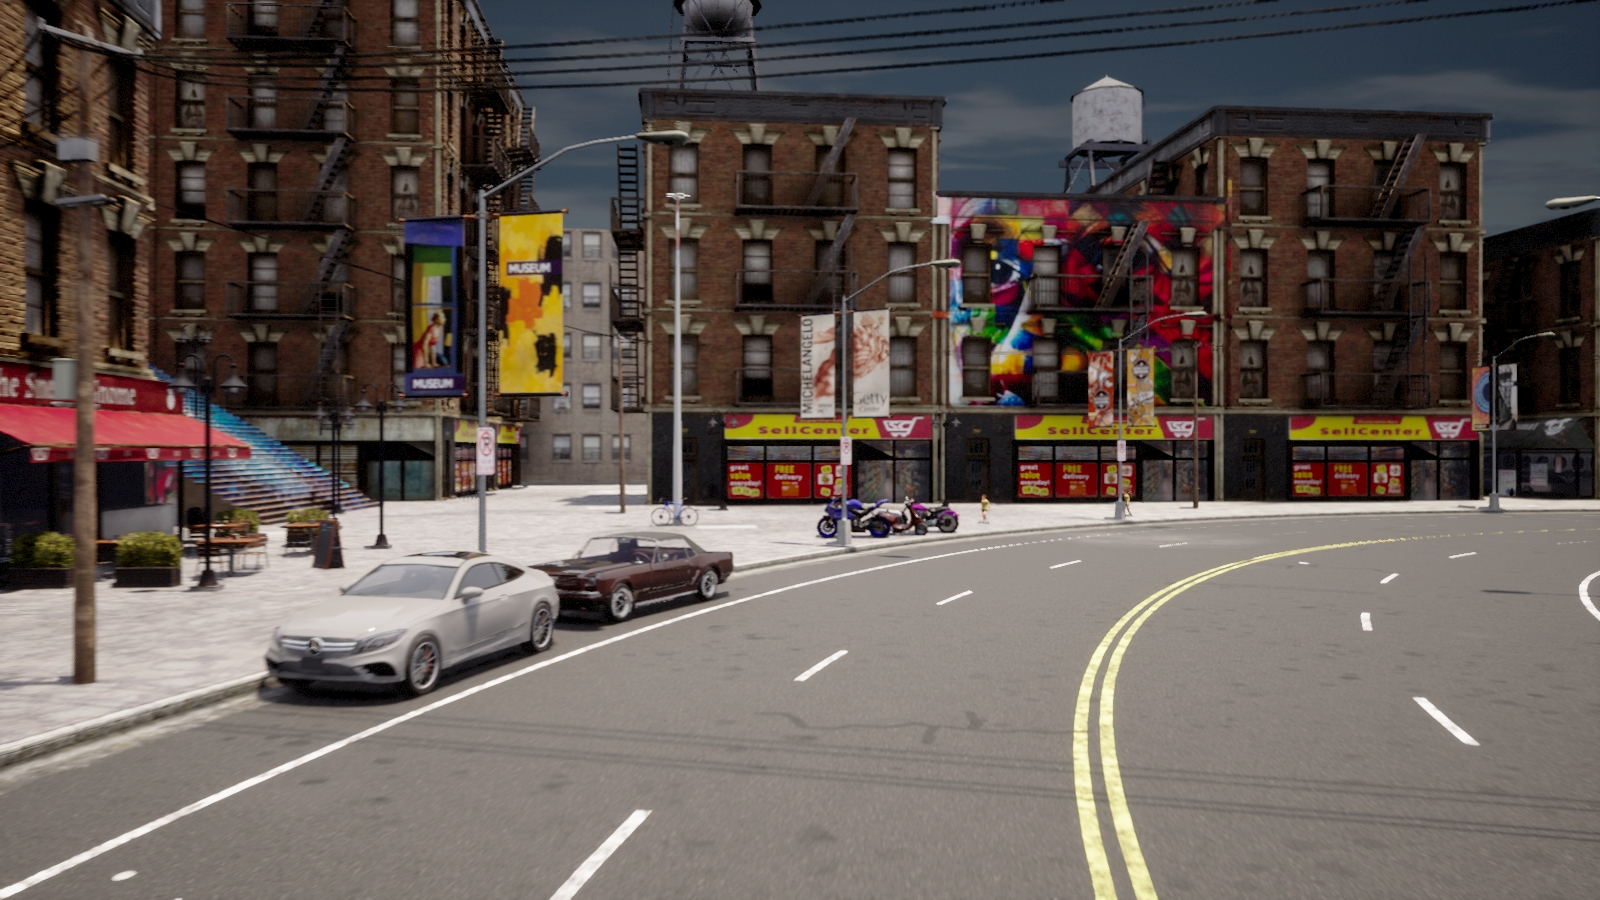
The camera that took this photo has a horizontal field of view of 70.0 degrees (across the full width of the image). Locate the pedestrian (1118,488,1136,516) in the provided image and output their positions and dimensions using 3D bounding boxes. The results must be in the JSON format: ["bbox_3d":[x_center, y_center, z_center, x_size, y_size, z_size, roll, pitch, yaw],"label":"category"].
[{"bbox_3d":[13.030,2.081,45.581,0.500,1.100,0.500,0,0,-18],"label":"pedestrian"}]

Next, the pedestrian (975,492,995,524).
[{"bbox_3d":[6.664,2.079,41.061,0.500,1.100,0.500,0,0,-39],"label":"pedestrian"}]
